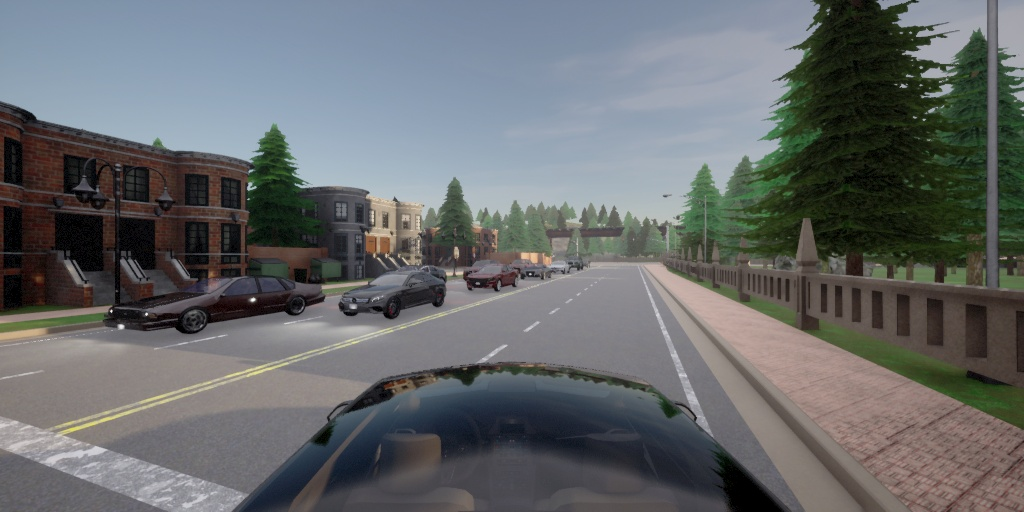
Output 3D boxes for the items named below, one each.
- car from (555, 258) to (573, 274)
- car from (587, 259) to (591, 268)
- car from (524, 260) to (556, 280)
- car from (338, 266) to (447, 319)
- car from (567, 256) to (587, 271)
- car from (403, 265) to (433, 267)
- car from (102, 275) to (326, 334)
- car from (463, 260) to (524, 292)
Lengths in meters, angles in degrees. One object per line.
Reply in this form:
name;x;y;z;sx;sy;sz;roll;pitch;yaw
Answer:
car;5.409;1.276;40.971;1.812;1.442;4.674;0;0;19
car;12.255;1.255;61.013;1.837;1.490;4.892;0;0;19
car;2.168;1.314;31.422;1.994;1.385;4.181;0;0;20
car;-4.072;1.276;13.111;1.812;1.442;4.674;0;0;19
car;8.775;0.971;50.844;2.150;2.045;5.566;0;0;19
car;-5.417;1.242;20.040;2.128;1.511;4.902;0;0;18
car;-8.467;1.297;11.066;2.033;1.411;5.357;0;0;19
car;-1.067;1.228;21.942;1.882;1.535;5.008;0;0;19
